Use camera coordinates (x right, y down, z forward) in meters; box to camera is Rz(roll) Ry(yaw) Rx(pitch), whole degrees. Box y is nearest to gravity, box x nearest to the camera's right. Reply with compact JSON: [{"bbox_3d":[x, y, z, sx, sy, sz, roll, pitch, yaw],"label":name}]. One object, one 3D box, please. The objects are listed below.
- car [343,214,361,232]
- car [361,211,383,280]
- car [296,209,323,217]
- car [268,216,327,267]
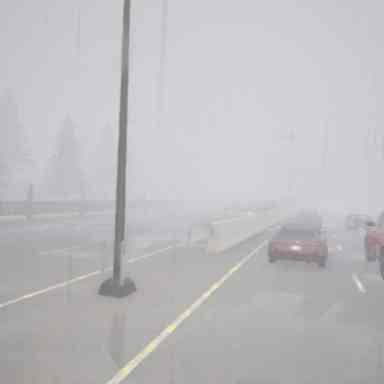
[{"bbox_3d":[12.436,2.313,24.907,1.895,1.301,4.718,1,-1,22],"label":"car"},{"bbox_3d":[7.043,1.579,10.644,2.150,2.045,5.566,1,-1,21],"label":"car"},{"bbox_3d":[9.397,2.140,26.731,2.128,1.511,4.902,1,-1,22],"label":"car"},{"bbox_3d":[4.165,1.868,12.931,1.994,1.385,4.181,1,-1,21],"label":"car"}]
